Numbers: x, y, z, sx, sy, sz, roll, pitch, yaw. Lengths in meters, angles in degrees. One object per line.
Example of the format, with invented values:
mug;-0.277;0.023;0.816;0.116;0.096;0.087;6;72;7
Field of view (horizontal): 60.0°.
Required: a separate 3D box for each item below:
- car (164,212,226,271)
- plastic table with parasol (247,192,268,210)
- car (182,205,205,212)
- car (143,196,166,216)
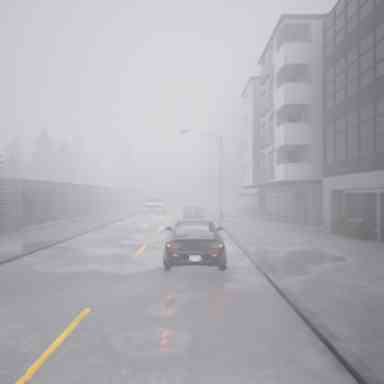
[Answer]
car;0.084;1.614;11.163;1.812;1.442;4.674;0;0;0
plastic table with parasol;9.237;1.292;46.844;2.482;2.480;2.482;0;0;0
car;0.092;1.769;28.341;2.033;1.411;5.357;0;0;0
car;-4.116;1.513;37.428;2.150;2.045;5.566;0;0;0
